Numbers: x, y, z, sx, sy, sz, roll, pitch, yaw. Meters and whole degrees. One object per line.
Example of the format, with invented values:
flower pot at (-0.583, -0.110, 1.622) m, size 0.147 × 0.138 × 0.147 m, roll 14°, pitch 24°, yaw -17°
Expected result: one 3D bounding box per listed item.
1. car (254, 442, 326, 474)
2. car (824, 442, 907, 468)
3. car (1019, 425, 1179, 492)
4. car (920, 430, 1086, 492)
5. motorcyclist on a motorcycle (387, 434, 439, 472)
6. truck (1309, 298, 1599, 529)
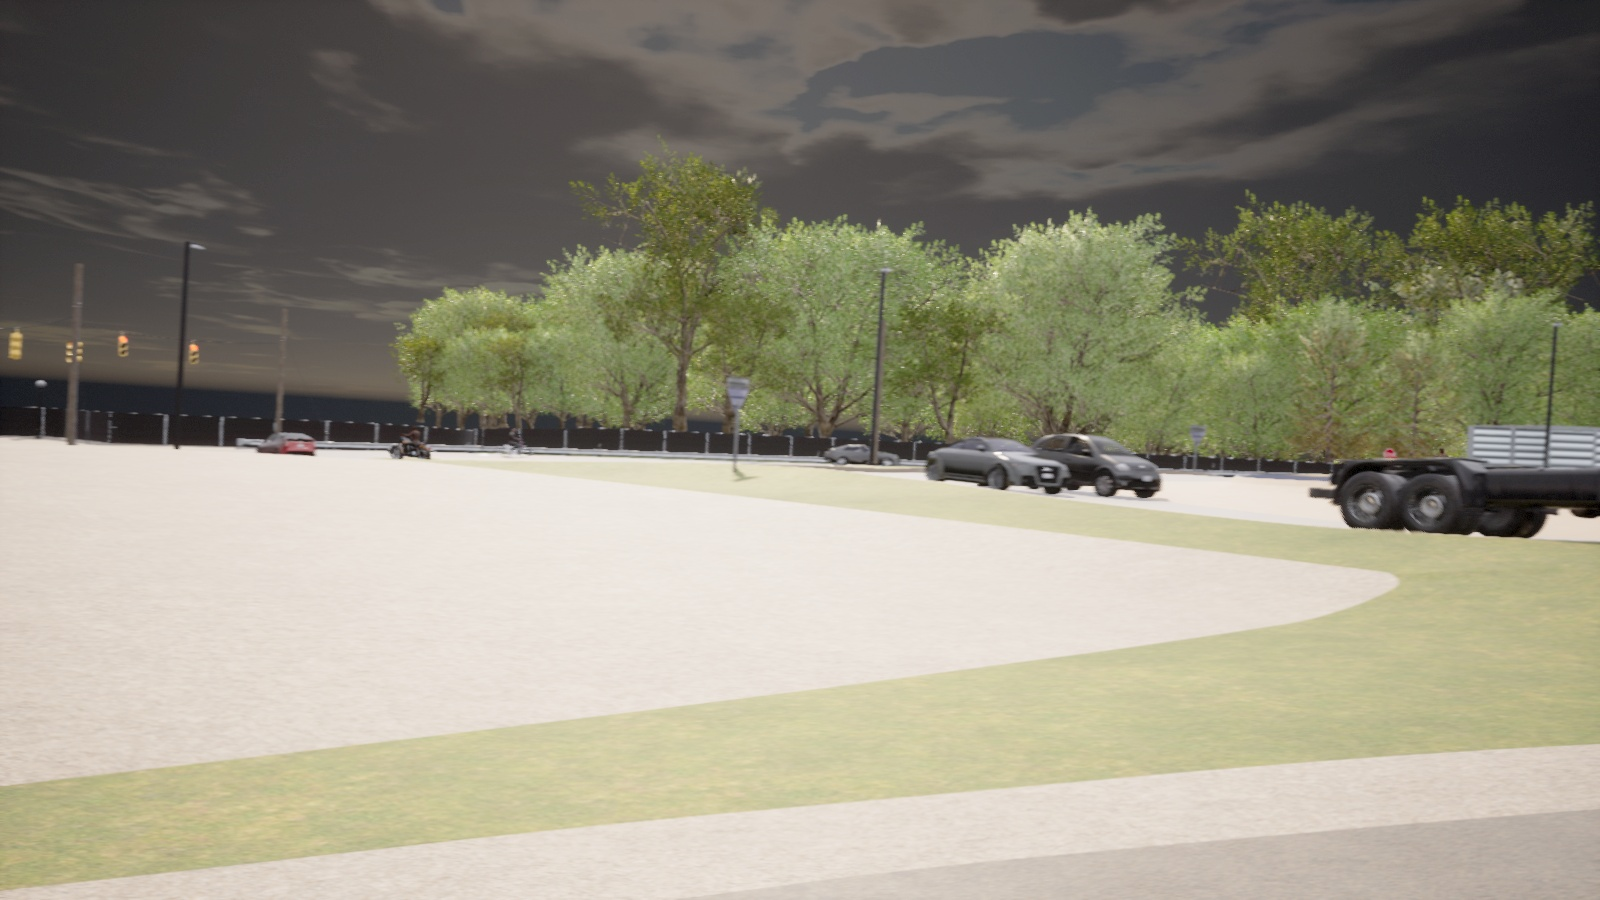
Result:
car at (-25.689, 0.420, 63.167) m, size 2.007 × 1.525 × 4.514 m, roll 1°, pitch -1°, yaw -40°
car at (4.108, 0.314, 79.432) m, size 4.902 × 1.511 × 2.128 m, roll 1°, pitch 1°, yaw -9°
car at (8.051, 0.195, 34.167) m, size 1.851 × 1.617 × 3.988 m, roll 2°, pitch 1°, yaw -33°
car at (5.215, 0.265, 32.809) m, size 1.994 × 1.385 × 4.181 m, roll 2°, pitch 1°, yaw -31°
motorcyclist on a motorcycle at (-17.193, 0.123, 55.766) m, size 2.350 × 1.649 × 0.766 m, roll 0°, pitch -1°, yaw 28°
truck at (12.773, -0.465, 20.716) m, size 2.891 × 3.462 × 7.936 m, roll 4°, pitch -4°, yaw -31°
